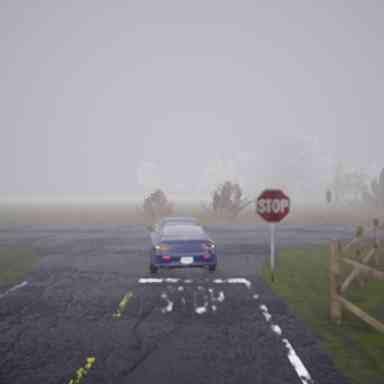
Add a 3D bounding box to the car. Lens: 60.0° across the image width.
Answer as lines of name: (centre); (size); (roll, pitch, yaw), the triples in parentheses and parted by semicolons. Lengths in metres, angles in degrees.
car: (-0.452, 1.528, 10.567); (1.812, 1.442, 4.674); (0, 0, -8)
